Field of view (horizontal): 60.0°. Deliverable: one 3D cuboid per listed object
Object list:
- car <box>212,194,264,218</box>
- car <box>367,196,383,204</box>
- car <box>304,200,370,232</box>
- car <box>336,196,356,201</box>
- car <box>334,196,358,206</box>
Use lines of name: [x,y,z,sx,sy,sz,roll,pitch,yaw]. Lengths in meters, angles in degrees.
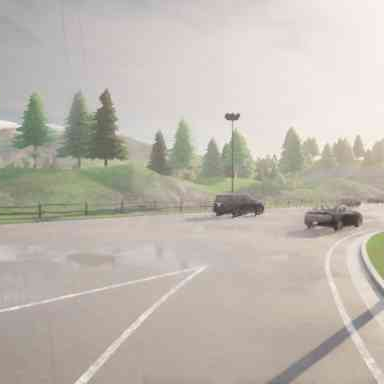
car: [4.255,1.229,30.393,5.566,2.045,2.150,0,0,-43]
car: [35.996,1.538,65.315,4.674,1.442,1.812,0,0,-43]
car: [8.584,1.497,20.041,4.902,1.511,2.128,0,0,-43]
car: [22.614,1.611,47.729,4.718,1.301,1.895,0,0,-43]
car: [25.786,1.490,55.537,5.008,1.535,1.882,1,-1,-44]
